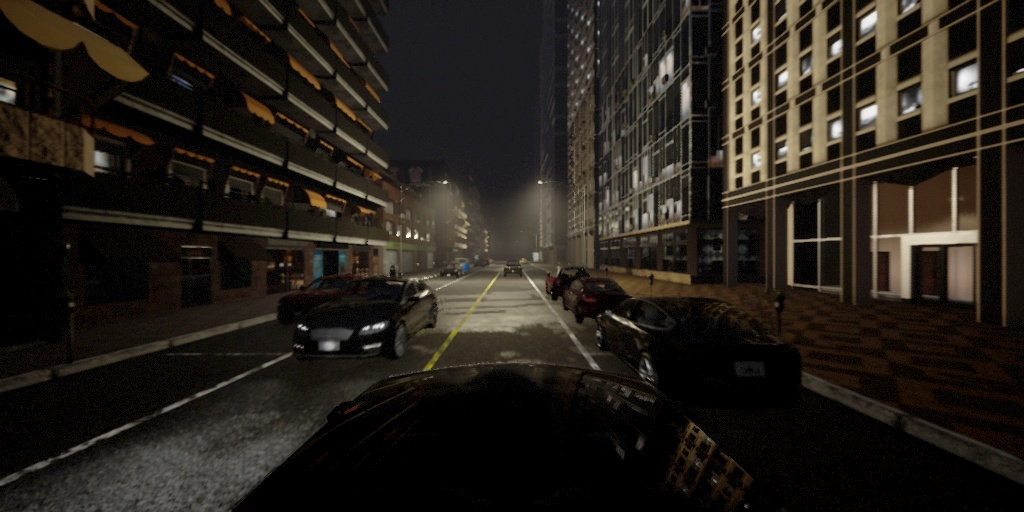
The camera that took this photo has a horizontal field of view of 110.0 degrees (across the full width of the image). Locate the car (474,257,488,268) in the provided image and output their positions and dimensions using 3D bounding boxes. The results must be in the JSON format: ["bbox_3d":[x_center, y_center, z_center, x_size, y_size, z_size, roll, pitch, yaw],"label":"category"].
[{"bbox_3d":[-5.688,1.347,62.619,1.802,1.307,4.207,0,0,0],"label":"car"}]

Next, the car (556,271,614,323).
[{"bbox_3d":[2.690,1.333,11.783,1.802,1.307,4.207,0,0,0],"label":"car"}]

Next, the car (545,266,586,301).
[{"bbox_3d":[2.690,1.192,17.430,1.967,1.591,4.097,0,0,0],"label":"car"}]

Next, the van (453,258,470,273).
[{"bbox_3d":[-5.689,1.097,40.026,1.690,1.789,3.998,0,0,0],"label":"van"}]

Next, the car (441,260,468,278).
[{"bbox_3d":[-5.690,1.321,34.377,1.948,1.339,4.313,0,0,0],"label":"car"}]

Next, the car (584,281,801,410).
[{"bbox_3d":[2.690,1.316,6.133,1.948,1.339,4.313,0,0,0],"label":"car"}]

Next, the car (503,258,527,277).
[{"bbox_3d":[0.101,1.248,36.065,2.128,1.511,4.902,0,0,0],"label":"car"}]

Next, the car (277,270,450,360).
[{"bbox_3d":[-3.031,1.242,8.431,2.128,1.511,4.902,0,0,1],"label":"car"}]
